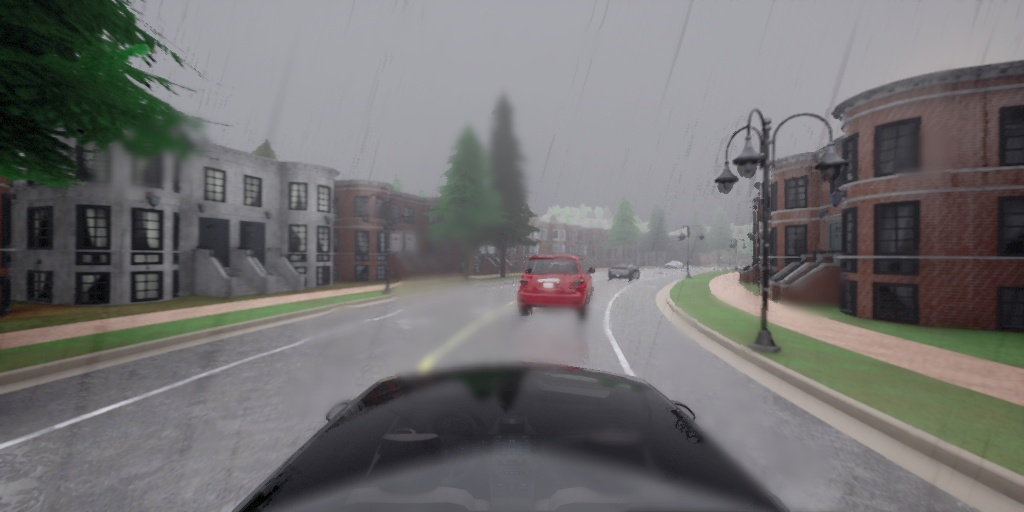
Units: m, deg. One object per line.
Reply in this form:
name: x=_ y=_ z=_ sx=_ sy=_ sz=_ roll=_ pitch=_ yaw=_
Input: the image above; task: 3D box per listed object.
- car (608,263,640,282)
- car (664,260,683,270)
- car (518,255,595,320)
car: x=9.381 y=1.303 z=29.845 sx=2.128 sy=1.511 sz=4.902 roll=0 pitch=0 yaw=29
car: x=26.536 y=1.459 z=58.793 sx=1.812 sy=1.442 sz=4.674 roll=1 pitch=0 yaw=44
car: x=1.762 y=0.979 z=13.079 sx=2.150 sy=2.045 sz=5.566 roll=0 pitch=0 yaw=15
